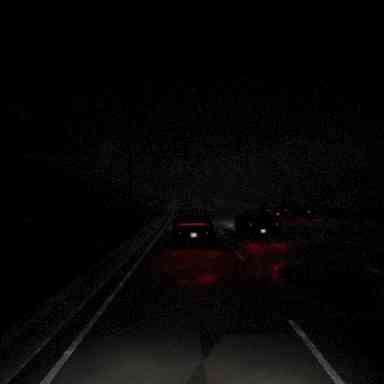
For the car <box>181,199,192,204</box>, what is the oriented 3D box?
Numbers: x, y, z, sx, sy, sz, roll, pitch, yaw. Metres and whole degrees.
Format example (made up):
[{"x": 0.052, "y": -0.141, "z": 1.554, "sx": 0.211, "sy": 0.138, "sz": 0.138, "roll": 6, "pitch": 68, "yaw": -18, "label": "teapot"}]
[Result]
[{"x": -0.859, "y": 1.796, "z": 51.218, "sx": 2.033, "sy": 1.411, "sz": 5.357, "roll": 0, "pitch": 0, "yaw": -2, "label": "car"}]

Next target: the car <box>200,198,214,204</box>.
[{"x": 2.507, "y": 1.748, "z": 55.049, "sx": 1.837, "sy": 1.490, "sz": 4.892, "roll": 0, "pitch": 0, "yaw": -2, "label": "car"}]

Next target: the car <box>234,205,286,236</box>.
[{"x": 3.548, "y": 1.664, "z": 18.808, "sx": 1.895, "sy": 1.301, "sz": 4.718, "roll": 0, "pitch": 0, "yaw": 0, "label": "car"}]

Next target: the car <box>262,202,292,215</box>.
[{"x": 6.912, "y": 1.613, "z": 29.225, "sx": 1.812, "sy": 1.442, "sz": 4.674, "roll": 0, "pitch": 0, "yaw": -1, "label": "car"}]

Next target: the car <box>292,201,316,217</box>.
[{"x": 10.353, "y": 1.601, "z": 31.947, "sx": 1.812, "sy": 1.442, "sz": 4.674, "roll": 0, "pitch": 0, "yaw": -2, "label": "car"}]

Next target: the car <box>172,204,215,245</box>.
[{"x": 0.058, "y": 1.568, "z": 16.103, "sx": 2.128, "sy": 1.511, "sz": 4.902, "roll": 0, "pitch": 0, "yaw": 0, "label": "car"}]
